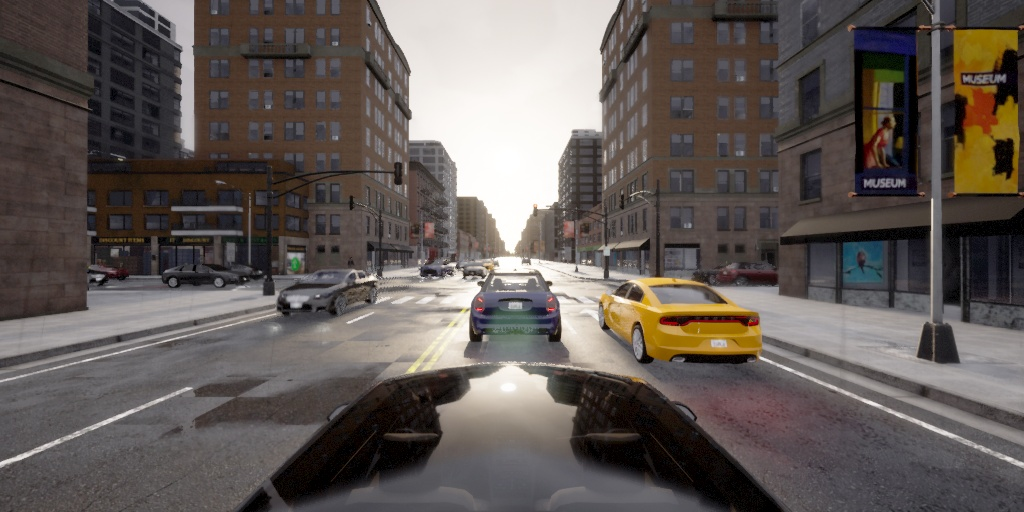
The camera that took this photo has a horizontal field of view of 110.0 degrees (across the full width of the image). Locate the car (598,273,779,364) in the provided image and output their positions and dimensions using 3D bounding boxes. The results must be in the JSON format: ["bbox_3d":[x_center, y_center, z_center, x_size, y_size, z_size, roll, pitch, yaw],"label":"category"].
[{"bbox_3d":[3.317,1.228,8.133,1.882,1.535,5.008,0,0,1],"label":"car"}]

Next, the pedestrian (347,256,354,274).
[{"bbox_3d":[-14.183,0.920,31.452,0.375,1.860,0.375,0,0,0],"label":"pedestrian"}]

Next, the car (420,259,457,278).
[{"bbox_3d":[-6.991,1.102,33.646,2.097,1.767,4.553,0,0,6],"label":"car"}]

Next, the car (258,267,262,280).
[{"bbox_3d":[-22.161,1.330,28.605,4.313,1.339,1.948,0,0,0],"label":"car"}]

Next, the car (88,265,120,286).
[{"bbox_3d":[-29.101,1.232,23.146,4.902,1.511,2.128,0,0,0],"label":"car"}]

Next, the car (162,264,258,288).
[{"bbox_3d":[-19.613,1.248,23.110,4.892,1.490,1.837,0,0,0],"label":"car"}]

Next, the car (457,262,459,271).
[{"bbox_3d":[-6.664,1.238,50.063,2.128,1.511,4.902,0,0,0],"label":"car"}]

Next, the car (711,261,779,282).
[{"bbox_3d":[16.050,1.131,23.413,4.553,1.767,2.097,0,0,1],"label":"car"}]

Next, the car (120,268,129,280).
[{"bbox_3d":[-33.184,1.344,28.646,4.207,1.307,1.802,0,0,0],"label":"car"}]

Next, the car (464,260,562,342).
[{"bbox_3d":[0.079,1.102,9.935,2.097,1.767,4.553,0,0,0],"label":"car"}]

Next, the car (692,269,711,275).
[{"bbox_3d":[15.849,1.268,26.282,5.008,1.535,1.882,0,0,1],"label":"car"}]

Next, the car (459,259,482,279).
[{"bbox_3d":[-3.393,1.259,32.907,1.837,1.490,4.892,0,0,0],"label":"car"}]

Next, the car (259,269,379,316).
[{"bbox_3d":[-6.617,1.242,13.440,2.128,1.511,4.902,0,0,0],"label":"car"}]
